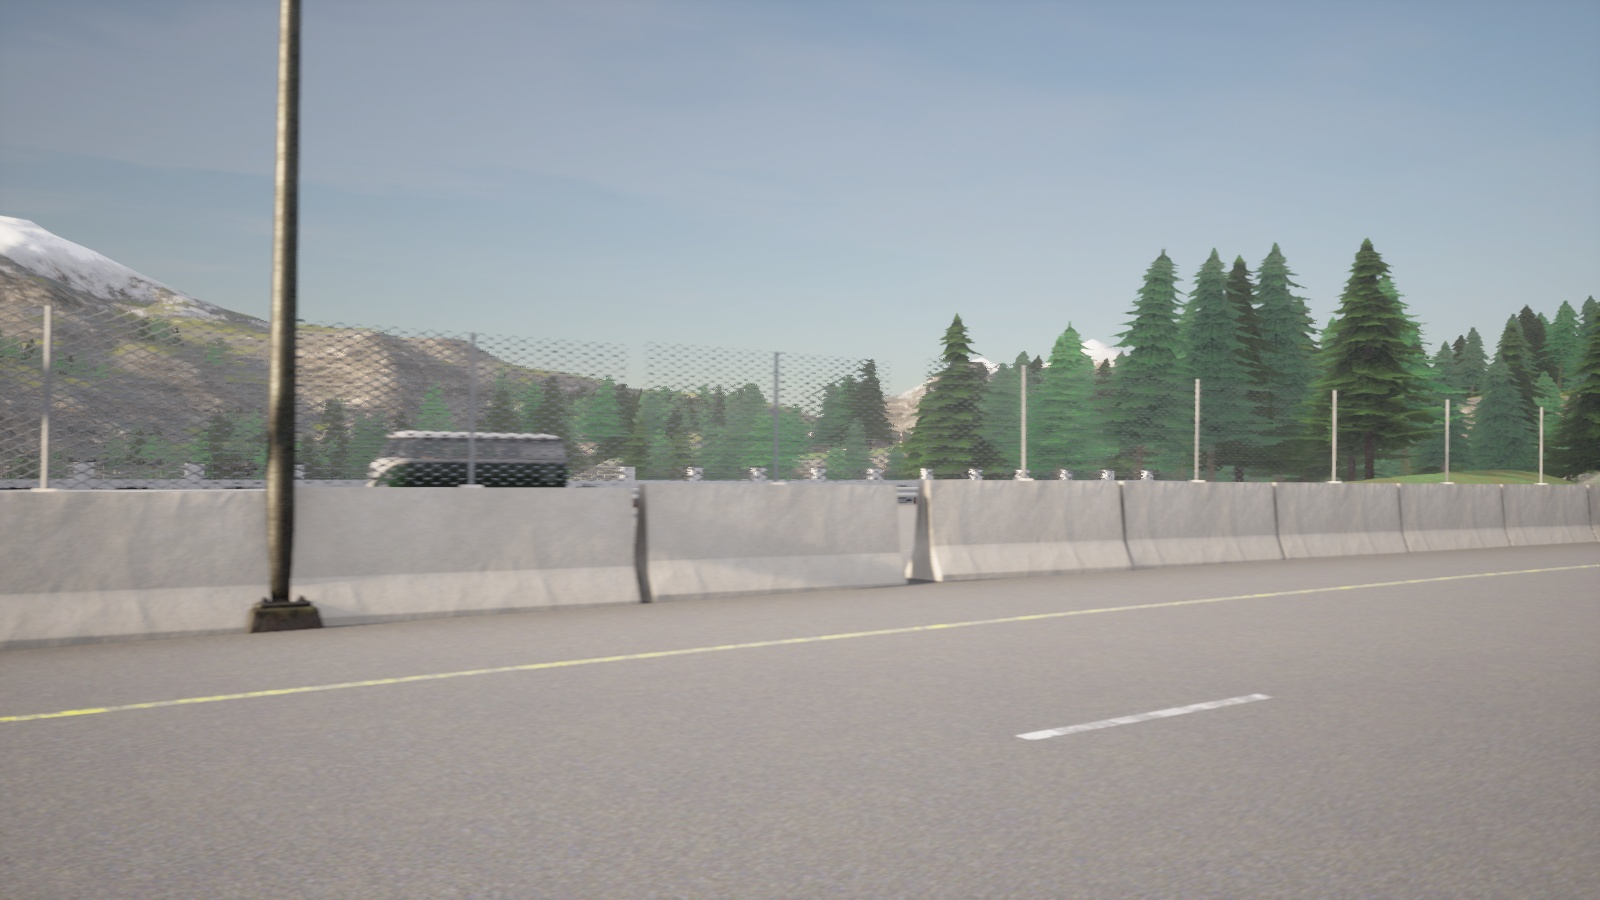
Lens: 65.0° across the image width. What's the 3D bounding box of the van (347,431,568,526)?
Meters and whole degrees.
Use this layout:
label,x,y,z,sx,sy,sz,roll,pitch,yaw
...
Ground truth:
label,x,y,z,sx,sy,sz,roll,pitch,yaw
van,-7.643,0.604,28.190,4.442,1.987,1.775,0,0,-35
